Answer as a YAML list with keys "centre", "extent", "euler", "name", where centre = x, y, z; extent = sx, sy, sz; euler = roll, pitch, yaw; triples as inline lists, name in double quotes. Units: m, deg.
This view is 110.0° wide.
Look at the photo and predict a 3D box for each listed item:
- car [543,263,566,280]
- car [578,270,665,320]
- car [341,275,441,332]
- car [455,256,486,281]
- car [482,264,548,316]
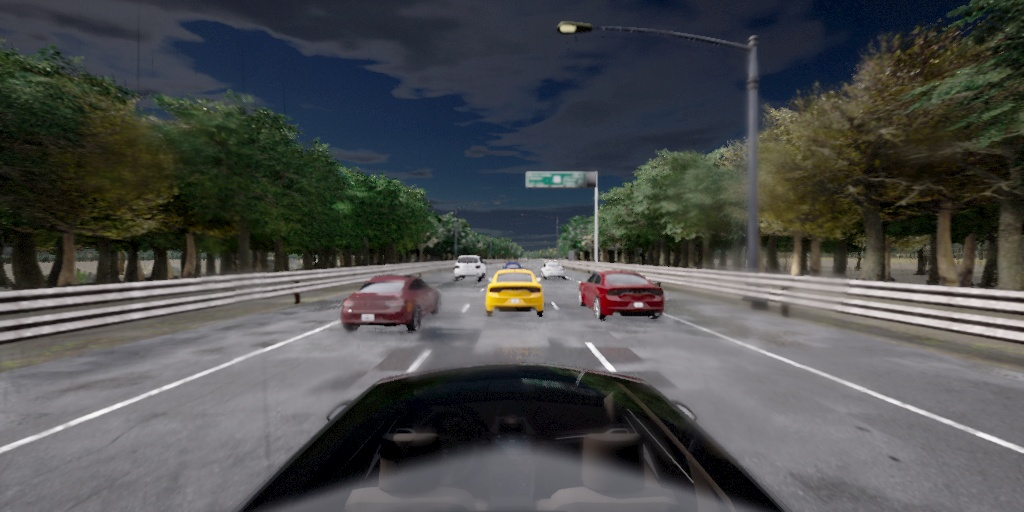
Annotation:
- centre: [3.591, 1.311, 31.950]
  extent: [1.812, 1.442, 4.674]
  euler: [0, 0, 0]
  name: "car"
- centre: [3.603, 1.237, 12.658]
  extent: [1.882, 1.535, 5.008]
  euler: [0, 0, 0]
  name: "car"
- centre: [-3.402, 1.283, 10.744]
  extent: [1.812, 1.442, 4.674]
  euler: [0, 0, 0]
  name: "car"
- centre: [-3.409, 1.003, 30.036]
  extent: [2.150, 2.045, 5.566]
  euler: [0, 0, 0]
  name: "car"
- centre: [0.095, 1.238, 13.503]
  extent: [1.882, 1.535, 5.008]
  euler: [0, 0, 0]
  name: "car"
